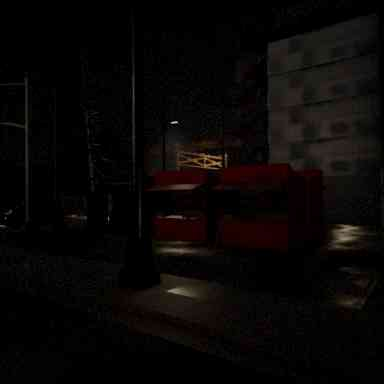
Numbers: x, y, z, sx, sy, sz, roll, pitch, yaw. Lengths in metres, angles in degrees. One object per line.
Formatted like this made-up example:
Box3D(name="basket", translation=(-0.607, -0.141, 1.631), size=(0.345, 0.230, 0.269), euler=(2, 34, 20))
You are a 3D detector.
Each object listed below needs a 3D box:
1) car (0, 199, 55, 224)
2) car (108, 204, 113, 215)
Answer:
Box3D(name="car", translation=(-12.922, 1.491, 26.298), size=(2.097, 1.767, 4.553), euler=(-1, -1, 36))
Box3D(name="car", translation=(-7.210, 1.664, 34.146), size=(1.812, 1.442, 4.674), euler=(-1, -1, 36))
